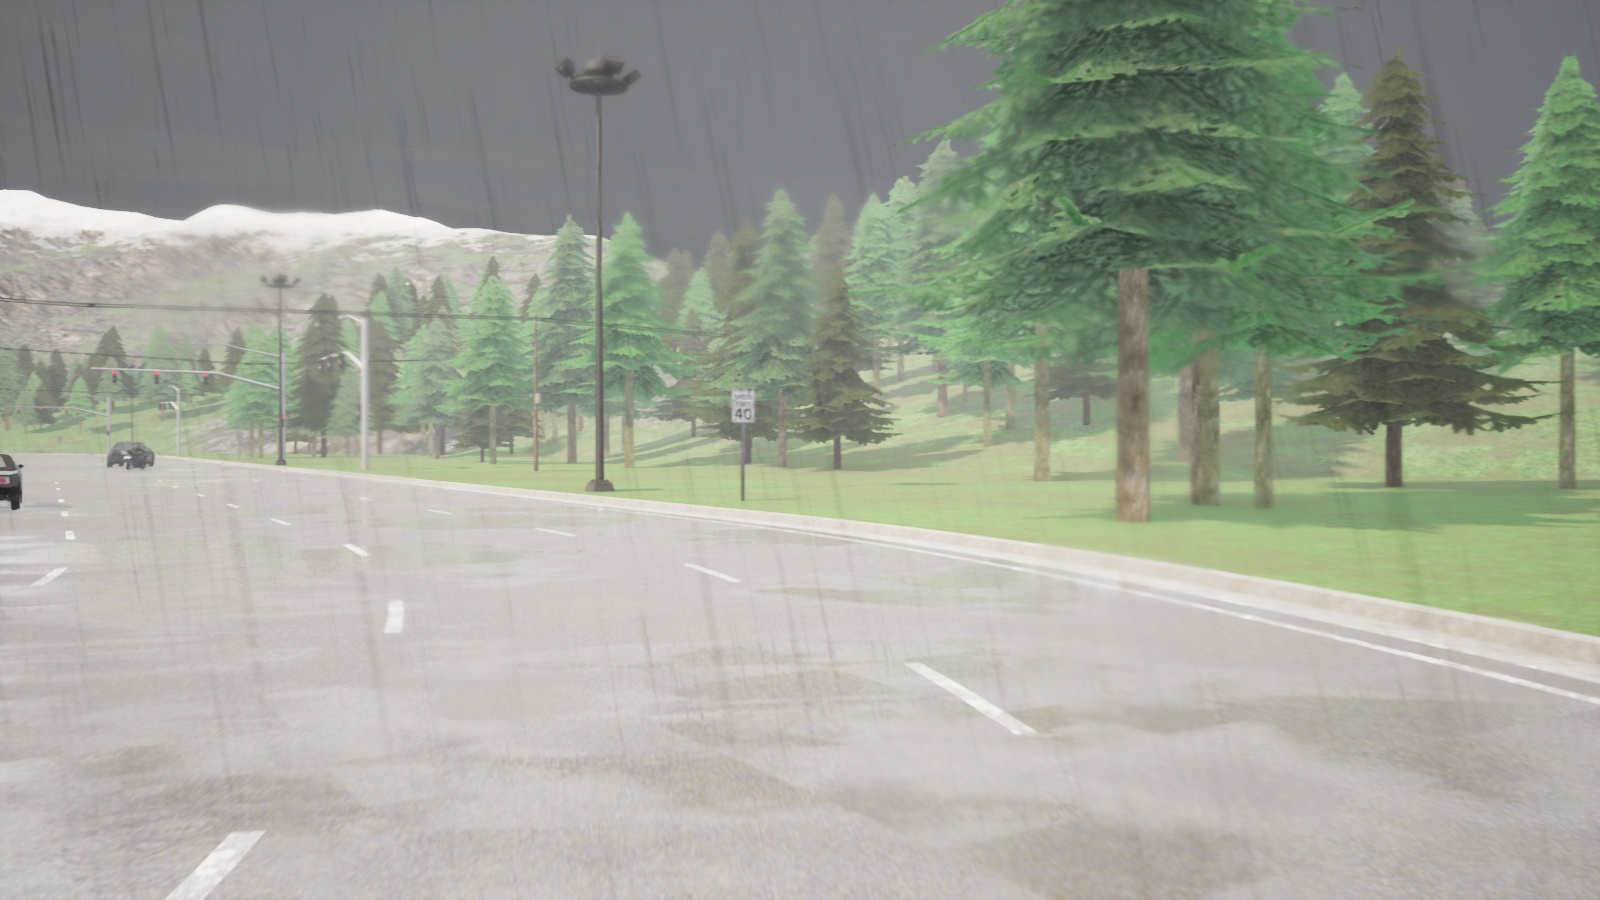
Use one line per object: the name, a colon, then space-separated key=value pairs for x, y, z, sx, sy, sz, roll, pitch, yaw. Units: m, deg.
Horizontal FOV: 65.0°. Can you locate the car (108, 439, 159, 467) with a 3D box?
car: x=-43.170 y=0.146 z=81.424 sx=2.097 sy=1.767 sz=4.553 roll=0 pitch=0 yaw=-17

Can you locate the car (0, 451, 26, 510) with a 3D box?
car: x=-19.380 y=0.680 z=29.585 sx=1.895 sy=1.301 sz=4.718 roll=0 pitch=0 yaw=-31

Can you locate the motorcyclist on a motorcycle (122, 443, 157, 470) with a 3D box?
motorcyclist on a motorcycle: x=-37.732 y=0.378 z=71.749 sx=0.866 sy=1.530 sz=2.191 roll=0 pitch=0 yaw=-2
